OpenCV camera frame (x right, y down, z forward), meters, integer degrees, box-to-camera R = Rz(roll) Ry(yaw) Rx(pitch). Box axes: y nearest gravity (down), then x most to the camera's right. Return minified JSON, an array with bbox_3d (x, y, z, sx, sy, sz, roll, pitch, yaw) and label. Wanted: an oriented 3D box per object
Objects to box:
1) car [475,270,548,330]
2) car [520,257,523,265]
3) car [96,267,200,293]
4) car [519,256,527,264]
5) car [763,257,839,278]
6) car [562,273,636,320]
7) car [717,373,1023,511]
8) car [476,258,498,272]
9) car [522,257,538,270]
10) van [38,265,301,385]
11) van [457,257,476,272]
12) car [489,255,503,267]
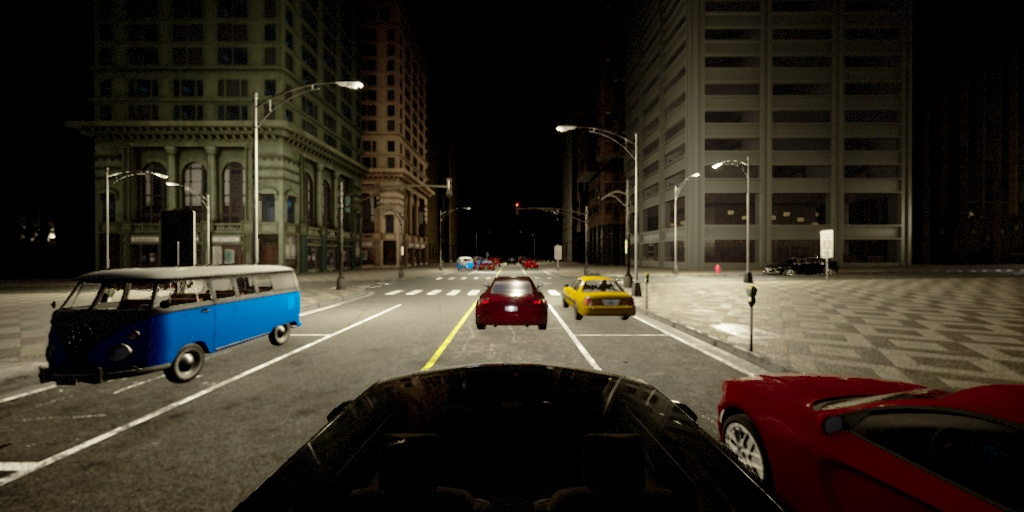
[{"bbox_3d":[0.025,1.296,11.079,1.994,1.385,4.181,0,0,1],"label":"car"},{"bbox_3d":[2.722,1.209,55.761,1.888,1.381,4.507,0,0,0],"label":"car"},{"bbox_3d":[-24.168,1.582,23.912,5.008,1.535,1.882,-1,0,0],"label":"car"},{"bbox_3d":[2.715,1.203,61.286,1.888,1.381,4.507,0,0,0],"label":"car"},{"bbox_3d":[21.669,0.810,26.989,4.892,1.490,1.837,-1,0,0],"label":"car"},{"bbox_3d":[2.760,1.255,12.313,1.751,1.417,4.829,0,0,0],"label":"car"},{"bbox_3d":[2.766,1.295,1.563,1.888,1.381,4.507,0,0,0],"label":"car"},{"bbox_3d":[-3.132,1.240,45.188,1.994,1.385,4.181,0,0,0],"label":"car"},{"bbox_3d":[2.729,1.215,50.235,1.888,1.381,4.507,0,0,0],"label":"car"},{"bbox_3d":[-5.765,1.080,6.735,1.690,1.789,3.998,0,0,0],"label":"van"},{"bbox_3d":[-5.821,1.018,44.719,1.690,1.789,3.998,0,0,0],"label":"van"},{"bbox_3d":[-3.118,0.879,62.103,2.150,2.045,5.566,0,0,1],"label":"car"}]
